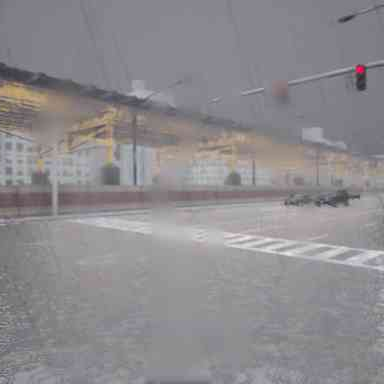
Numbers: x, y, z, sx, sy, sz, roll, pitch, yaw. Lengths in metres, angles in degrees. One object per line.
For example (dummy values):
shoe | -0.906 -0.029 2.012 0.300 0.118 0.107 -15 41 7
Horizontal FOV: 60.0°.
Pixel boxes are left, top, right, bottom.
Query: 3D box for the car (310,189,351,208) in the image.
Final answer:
car | 15.883 0.687 37.648 2.150 2.045 5.566 0 1 45

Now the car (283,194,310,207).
car | 12.625 0.964 39.338 1.837 1.490 4.892 0 1 45
